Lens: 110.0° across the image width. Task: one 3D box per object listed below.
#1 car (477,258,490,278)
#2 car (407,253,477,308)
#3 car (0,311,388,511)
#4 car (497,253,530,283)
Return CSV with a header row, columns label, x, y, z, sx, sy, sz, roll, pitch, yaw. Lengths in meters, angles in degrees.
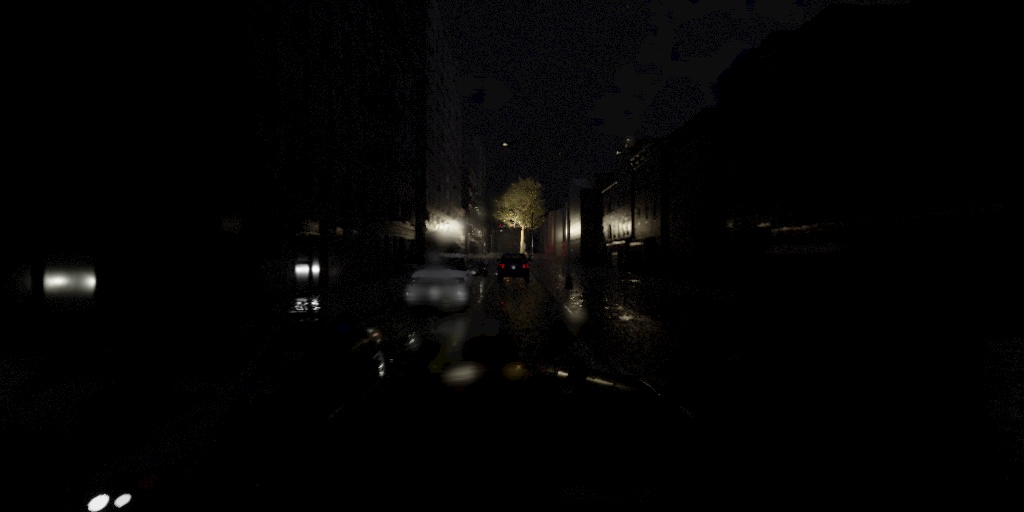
label,x,y,z,sx,sy,sz,roll,pitch,yaw
car,-2.851,0.949,29.505,2.128,1.511,4.902,0,2,0
car,-2.819,0.907,15.231,2.150,2.045,5.566,0,1,-3
car,-2.843,1.311,3.676,1.994,1.385,4.181,0,0,0
car,0.099,0.761,25.628,2.150,2.045,5.566,0,1,0
